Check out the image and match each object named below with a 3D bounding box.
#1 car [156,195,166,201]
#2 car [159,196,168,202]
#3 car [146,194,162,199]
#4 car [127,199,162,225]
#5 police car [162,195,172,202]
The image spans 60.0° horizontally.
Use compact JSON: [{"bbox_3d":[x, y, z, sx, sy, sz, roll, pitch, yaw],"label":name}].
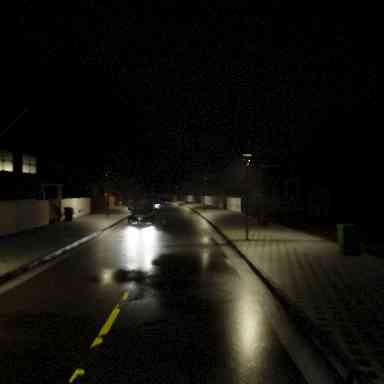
[{"bbox_3d":[-8.842,1.646,94.530,2.097,1.767,4.553,0,0,-12],"label":"car"},{"bbox_3d":[-7.675,1.726,88.644,1.882,1.535,5.008,0,0,-11],"label":"car"},{"bbox_3d":[-7.521,1.632,65.968,2.128,1.511,4.902,0,0,-8],"label":"car"},{"bbox_3d":[-3.555,1.489,24.287,2.128,1.511,4.902,0,0,-3],"label":"car"},{"bbox_3d":[-5.908,1.605,78.865,1.930,1.638,5.238,0,0,-10],"label":"police car"}]
